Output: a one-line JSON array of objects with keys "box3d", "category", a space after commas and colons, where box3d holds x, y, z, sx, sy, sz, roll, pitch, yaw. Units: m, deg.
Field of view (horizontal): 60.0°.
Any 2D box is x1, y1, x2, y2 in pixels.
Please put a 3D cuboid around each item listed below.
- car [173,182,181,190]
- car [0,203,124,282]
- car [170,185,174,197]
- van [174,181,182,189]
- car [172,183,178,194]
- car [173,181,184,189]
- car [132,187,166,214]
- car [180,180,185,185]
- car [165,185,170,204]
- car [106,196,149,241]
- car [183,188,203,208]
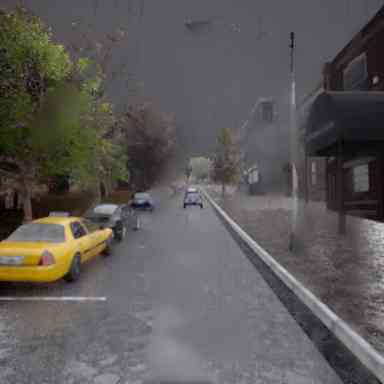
[{"box3d": [-3.657, -0.498, 59.752, 2.163, 1.488, 4.792, 0, 2, 2], "category": "car"}, {"box3d": [-3.631, 1.336, 9.421, 1.946, 1.575, 5.366, 1, 1, 2], "category": "car"}, {"box3d": [-3.656, 0.373, 37.449, 2.231, 1.521, 4.892, 0, 2, 2], "category": "car"}, {"box3d": [-3.656, -1.903, 87.659, 1.878, 1.987, 4.442, 0, 2, 2], "category": "van"}, {"box3d": [-3.650, -0.085, 48.774, 1.946, 1.575, 5.366, 0, 2, 2], "category": "car"}, {"box3d": [-3.659, -1.214, 76.415, 2.097, 1.535, 5.008, 0, 2, 2], "category": "car"}, {"box3d": [-3.657, 0.688, 26.285, 2.185, 1.767, 4.553, 0, 2, 2], "category": "car"}, {"box3d": [-3.659, -1.696, 82.005, 2.435, 2.045, 5.566, 0, 2, 2], "category": "car"}, {"box3d": [-3.657, 0.468, 31.852, 2.185, 1.767, 4.553, 0, 2, 2], "category": "car"}, {"box3d": [-3.635, 1.211, 15.160, 2.231, 1.521, 4.892, 1, 2, 2], "category": "car"}, {"box3d": [0.100, 0.684, 31.290, 2.033, 1.411, 5.357, 0, 2, 0], "category": "car"}]
